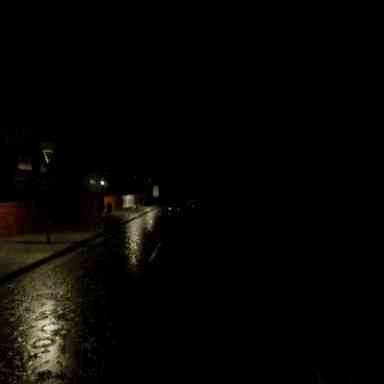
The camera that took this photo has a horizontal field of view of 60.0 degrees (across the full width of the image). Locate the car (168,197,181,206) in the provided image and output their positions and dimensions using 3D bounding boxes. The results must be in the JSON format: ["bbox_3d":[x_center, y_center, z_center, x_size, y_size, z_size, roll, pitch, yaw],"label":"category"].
[{"bbox_3d":[-2.712,1.518,53.273,1.895,1.301,4.718,0,0,0],"label":"car"}]

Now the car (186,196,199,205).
[{"bbox_3d":[0.154,1.403,57.184,2.128,1.511,4.902,0,0,0],"label":"car"}]

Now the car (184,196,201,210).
[{"bbox_3d":[0.140,1.459,41.190,1.812,1.442,4.674,0,0,0],"label":"car"}]
